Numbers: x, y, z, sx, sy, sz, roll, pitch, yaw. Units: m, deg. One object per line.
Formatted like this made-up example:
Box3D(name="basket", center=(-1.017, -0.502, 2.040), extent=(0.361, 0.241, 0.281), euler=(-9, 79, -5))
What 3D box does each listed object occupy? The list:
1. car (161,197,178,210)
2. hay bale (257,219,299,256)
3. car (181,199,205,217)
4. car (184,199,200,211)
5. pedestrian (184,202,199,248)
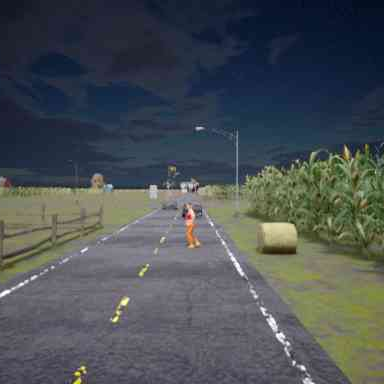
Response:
Box3D(name="car", center=(-2.777, 1.443, 41.831), extent=(1.837, 1.490, 4.892), euler=(0, 0, 0))
Box3D(name="hay bale", center=(3.131, 1.640, 12.278), extent=(1.220, 1.180, 1.240), euler=(1, 1, 0))
Box3D(name="car", center=(0.078, 1.460, 30.541), extent=(1.837, 1.490, 4.892), euler=(0, 0, 0))
Box3D(name="car", center=(0.031, 1.539, 40.736), extent=(1.895, 1.301, 4.718), euler=(0, 0, 1))
Box3D(name="pedestrian", center=(-0.036, 1.279, 13.123), extent=(0.375, 1.860, 0.375), euler=(-1, 1, -5))
